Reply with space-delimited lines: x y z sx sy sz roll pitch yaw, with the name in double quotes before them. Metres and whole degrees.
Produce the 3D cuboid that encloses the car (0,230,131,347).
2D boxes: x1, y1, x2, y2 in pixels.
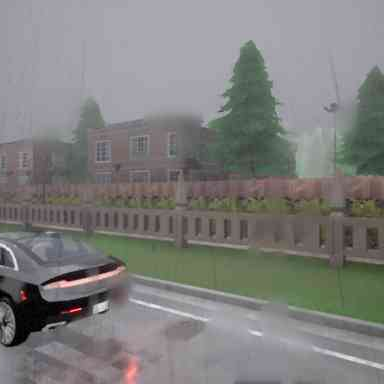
"car" -3.317 1.491 6.340 4.902 1.511 2.128 0 0 36
